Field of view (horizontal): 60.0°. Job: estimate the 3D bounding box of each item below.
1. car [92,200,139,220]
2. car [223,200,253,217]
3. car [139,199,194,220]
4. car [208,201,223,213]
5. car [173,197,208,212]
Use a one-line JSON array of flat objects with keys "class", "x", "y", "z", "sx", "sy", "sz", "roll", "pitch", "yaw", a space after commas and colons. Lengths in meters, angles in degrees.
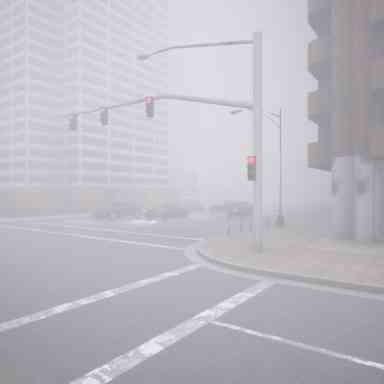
[{"class": "car", "x": -6.192, "y": 1.505, "z": 28.138, "sx": 1.837, "sy": 1.490, "sz": 4.892, "roll": 0, "pitch": 0, "yaw": 35}, {"class": "car", "x": 5.053, "y": 1.564, "z": 31.650, "sx": 1.994, "sy": 1.385, "sz": 4.181, "roll": 0, "pitch": 0, "yaw": 35}, {"class": "car", "x": -2.082, "y": 1.564, "z": 27.899, "sx": 1.994, "sy": 1.385, "sz": 4.181, "roll": 0, "pitch": 0, "yaw": 35}, {"class": "car", "x": 3.788, "y": 1.601, "z": 36.235, "sx": 1.895, "sy": 1.301, "sz": 4.718, "roll": 0, "pitch": 0, "yaw": 35}, {"class": "car", "x": -0.474, "y": 1.564, "z": 36.265, "sx": 1.994, "sy": 1.385, "sz": 4.181, "roll": 0, "pitch": 0, "yaw": 35}]
